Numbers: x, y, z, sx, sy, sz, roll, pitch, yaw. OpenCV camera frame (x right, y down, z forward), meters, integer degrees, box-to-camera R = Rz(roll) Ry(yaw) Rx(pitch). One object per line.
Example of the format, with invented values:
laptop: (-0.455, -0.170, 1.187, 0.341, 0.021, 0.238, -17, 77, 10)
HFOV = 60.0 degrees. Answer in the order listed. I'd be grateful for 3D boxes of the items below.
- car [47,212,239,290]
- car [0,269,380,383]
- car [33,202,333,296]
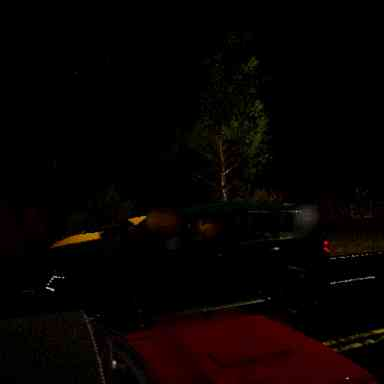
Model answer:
car: (-1.346, 1.465, 9.468, 5.008, 1.535, 1.882, 0, 2, -21)
car: (-0.813, 1.607, 2.196, 4.718, 1.301, 1.895, 0, 0, -24)
car: (0.045, 1.237, 6.324, 5.566, 2.045, 2.150, 0, 0, -23)
